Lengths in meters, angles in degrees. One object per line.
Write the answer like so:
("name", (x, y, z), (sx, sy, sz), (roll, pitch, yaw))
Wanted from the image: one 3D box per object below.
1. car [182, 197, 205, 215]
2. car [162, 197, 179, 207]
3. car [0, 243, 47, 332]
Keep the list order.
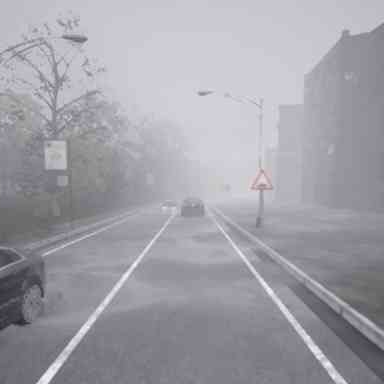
("car", (0.106, 1.267, 32.033), (2.097, 1.767, 4.553), (0, -1, 0))
("car", (-2.972, 1.417, 48.355), (2.033, 1.411, 5.357), (0, 1, 5))
("car", (-3.600, 1.484, 4.239), (2.128, 1.511, 4.902), (0, 0, 0))
